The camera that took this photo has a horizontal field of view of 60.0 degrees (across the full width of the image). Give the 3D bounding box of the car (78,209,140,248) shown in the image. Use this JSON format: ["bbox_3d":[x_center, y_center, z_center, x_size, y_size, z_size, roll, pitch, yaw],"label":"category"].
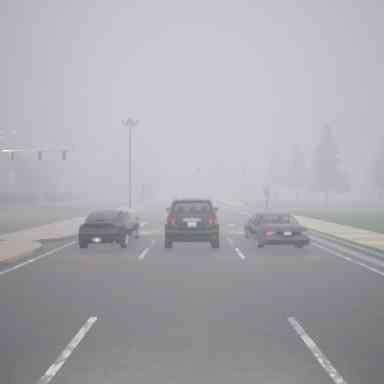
[{"bbox_3d":[-3.500,1.514,14.662,1.837,1.490,4.892,0,0,0],"label":"car"}]

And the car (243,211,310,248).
[{"bbox_3d":[3.500,1.561,14.662,2.033,1.411,5.357,0,0,0],"label":"car"}]

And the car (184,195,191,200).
[{"bbox_3d":[-1.335,1.542,94.867,1.895,1.301,4.718,0,0,0],"label":"car"}]

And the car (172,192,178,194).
[{"bbox_3d":[-4.834,1.153,94.113,2.150,2.045,5.566,0,0,0],"label":"car"}]

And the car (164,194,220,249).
[{"bbox_3d":[0.000,1.256,14.692,2.150,2.045,5.566,0,0,0],"label":"car"}]
